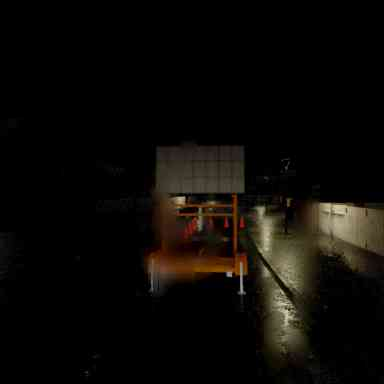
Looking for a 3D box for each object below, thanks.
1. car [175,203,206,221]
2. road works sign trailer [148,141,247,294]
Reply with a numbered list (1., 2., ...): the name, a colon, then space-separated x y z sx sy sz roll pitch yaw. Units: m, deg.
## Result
1. car: -0.068 1.646 28.108 1.895 1.301 4.718 0 0 10
2. road works sign trailer: 0.226 0.470 8.834 2.380 3.560 2.880 0 0 5
